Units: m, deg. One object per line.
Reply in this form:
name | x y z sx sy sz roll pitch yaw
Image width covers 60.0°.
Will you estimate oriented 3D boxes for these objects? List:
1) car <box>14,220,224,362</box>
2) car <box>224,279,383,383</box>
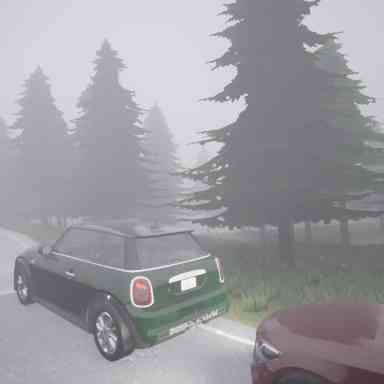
car | -1.578 1.308 6.213 4.553 1.767 2.097 1 1 44
car | 2.753 1.531 2.594 4.674 1.442 1.812 1 0 36
